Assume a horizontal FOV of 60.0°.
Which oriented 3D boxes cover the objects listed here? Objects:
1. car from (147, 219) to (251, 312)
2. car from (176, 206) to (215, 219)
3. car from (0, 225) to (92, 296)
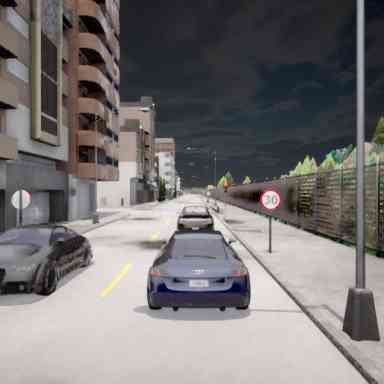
[{"bbox_3d":[0.131,1.563,7.819,1.994,1.385,4.181,0,0,0],"label":"car"},{"bbox_3d":[0.185,1.490,17.734,2.128,1.511,4.902,0,0,1],"label":"car"},{"bbox_3d":[-4.059,1.563,8.533,1.994,1.385,4.181,0,0,0],"label":"car"}]
